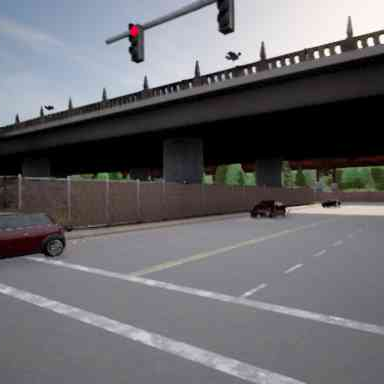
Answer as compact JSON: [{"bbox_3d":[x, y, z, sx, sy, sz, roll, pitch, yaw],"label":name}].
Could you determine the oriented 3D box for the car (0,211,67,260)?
[{"bbox_3d":[-6.760,1.497,11.398,2.097,1.767,4.553,-1,-1,35],"label":"car"}]

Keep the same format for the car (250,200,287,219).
[{"bbox_3d":[7.121,1.517,30.942,2.097,1.767,4.553,-1,-1,35],"label":"car"}]

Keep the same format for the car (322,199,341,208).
[{"bbox_3d":[21.328,1.741,50.941,1.895,1.301,4.718,-1,0,35],"label":"car"}]
